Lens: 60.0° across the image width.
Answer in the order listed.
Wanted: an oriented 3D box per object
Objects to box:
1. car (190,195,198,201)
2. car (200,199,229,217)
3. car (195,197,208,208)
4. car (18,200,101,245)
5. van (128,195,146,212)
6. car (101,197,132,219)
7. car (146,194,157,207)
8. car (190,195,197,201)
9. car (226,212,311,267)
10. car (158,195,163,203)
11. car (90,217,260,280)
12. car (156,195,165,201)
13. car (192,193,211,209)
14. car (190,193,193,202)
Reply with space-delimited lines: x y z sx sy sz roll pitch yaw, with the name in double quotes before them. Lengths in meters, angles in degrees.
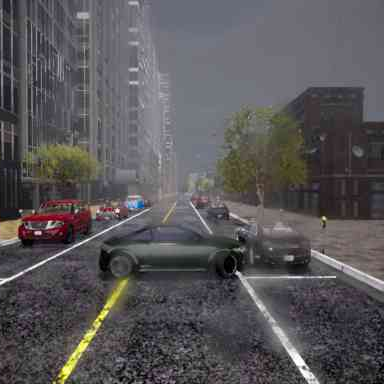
"car" 0.516 1.537 83.068 1.947 1.339 4.313 -1 0 -2
"car" 2.011 1.543 27.007 2.008 1.369 4.403 -1 0 -1
"car" 1.390 1.509 50.042 1.752 1.417 4.829 -1 0 -2
"car" -6.192 1.310 15.734 2.192 1.841 5.009 -1 0 -2
"van" -6.694 1.329 38.595 1.690 1.788 3.998 -1 0 -2
"car" -6.392 1.432 26.802 1.967 1.590 4.097 -1 0 -2
"car" -6.987 1.299 49.661 2.192 1.841 5.009 -1 0 -2
"car" 0.370 1.551 88.600 1.802 1.307 4.206 -1 0 -2
"car" 2.548 1.548 11.148 2.008 1.369 4.403 -1 0 -2
"car" -7.423 1.522 66.260 1.887 1.381 4.507 -1 0 -2
"car" -0.469 1.556 9.449 4.181 1.385 1.994 0 0 -3
"car" -7.857 1.497 82.688 1.752 1.417 4.829 -1 0 -2
"car" 1.537 1.301 44.340 2.192 1.841 5.009 -1 0 -2
"car" 0.805 1.291 72.003 2.192 1.841 5.009 -1 0 -2
